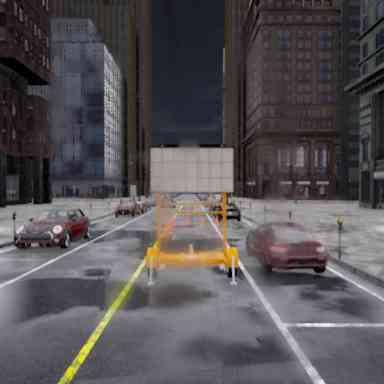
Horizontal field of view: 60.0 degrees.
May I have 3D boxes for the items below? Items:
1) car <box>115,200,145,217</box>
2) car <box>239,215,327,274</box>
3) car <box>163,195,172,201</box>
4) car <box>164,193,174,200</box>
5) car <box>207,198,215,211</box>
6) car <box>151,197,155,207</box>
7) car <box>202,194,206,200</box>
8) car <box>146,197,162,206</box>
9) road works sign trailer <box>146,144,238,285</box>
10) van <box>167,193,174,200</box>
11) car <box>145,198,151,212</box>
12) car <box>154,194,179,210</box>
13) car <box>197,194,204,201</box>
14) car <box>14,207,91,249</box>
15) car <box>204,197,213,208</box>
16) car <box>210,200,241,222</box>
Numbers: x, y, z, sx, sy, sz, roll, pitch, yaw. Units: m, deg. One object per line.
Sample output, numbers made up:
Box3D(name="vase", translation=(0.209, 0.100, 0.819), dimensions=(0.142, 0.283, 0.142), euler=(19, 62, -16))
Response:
Box3D(name="car", translation=(-5.809, 1.505, 30.366), dimensions=(1.887, 1.381, 4.507), euler=(-1, 0, 0))
Box3D(name="car", translation=(2.740, 1.570, 10.264), dimensions=(1.802, 1.307, 4.206), euler=(-1, 0, 0))
Box3D(name="car", translation=(-5.864, 1.395, 78.848), dimensions=(1.802, 1.307, 4.206), euler=(-1, 0, 0))
Box3D(name="car", translation=(-5.874, 1.104, 84.527), dimensions=(2.192, 1.841, 5.009), euler=(-1, 0, 0))
Box3D(name="car", translation=(2.716, 1.524, 31.076), dimensions=(1.947, 1.339, 4.313), euler=(-1, 0, 0))
Box3D(name="car", translation=(-5.828, 1.475, 46.499), dimensions=(2.008, 1.369, 4.403), euler=(-1, 0, 0))
Box3D(name="car", translation=(2.697, 1.448, 46.853), dimensions=(1.752, 1.417, 4.829), euler=(-1, 0, 0))
Box3D(name="car", translation=(-5.834, 1.474, 51.878), dimensions=(1.947, 1.339, 4.313), euler=(-1, 0, 0))
Box3D(name="road works sign trailer", translation=(-0.001, 0.454, 9.445), dimensions=(2.380, 3.560, 2.880), euler=(0, 0, -1))
Box3D(name="van", translation=(-5.880, 1.104, 90.208), dimensions=(1.690, 1.788, 3.998), euler=(-1, 0, 0))
Box3D(name="car", translation=(-5.815, 1.531, 35.743), dimensions=(1.802, 1.307, 4.206), euler=(-1, 0, 0))
Box3D(name="car", translation=(-3.126, 1.426, 42.152), dimensions=(2.128, 1.511, 4.902), euler=(0, 0, 0))
Box3D(name="car", translation=(2.660, 1.338, 79.036), dimensions=(1.752, 1.417, 4.829), euler=(-1, 0, 0))
Box3D(name="car", translation=(-5.792, 1.424, 14.231), dimensions=(1.967, 1.590, 4.097), euler=(-1, 0, 0))
Box3D(name="car", translation=(2.709, 1.499, 36.277), dimensions=(2.008, 1.369, 4.403), euler=(-1, 0, 0))
Box3D(name="car", translation=(2.722, 1.534, 25.872), dimensions=(1.947, 1.339, 4.313), euler=(-1, 0, 0))
